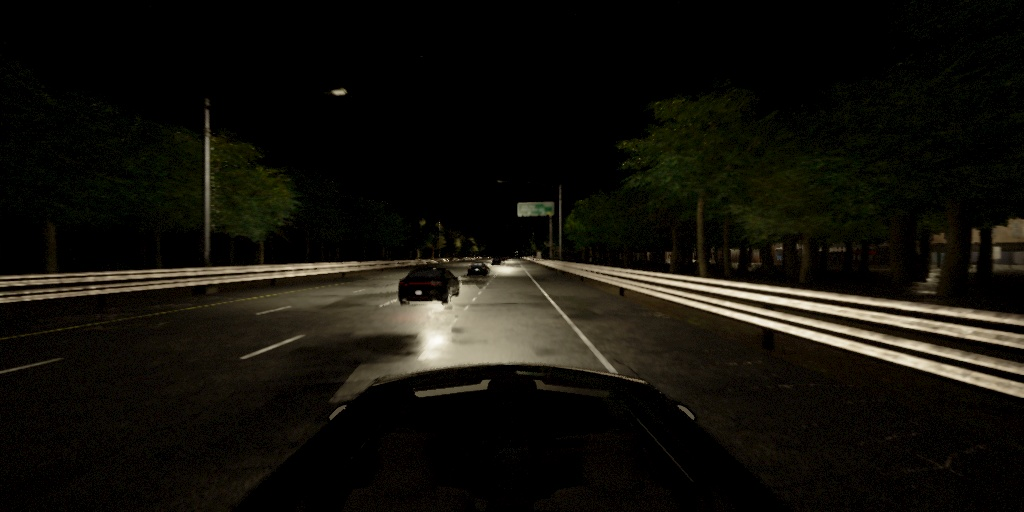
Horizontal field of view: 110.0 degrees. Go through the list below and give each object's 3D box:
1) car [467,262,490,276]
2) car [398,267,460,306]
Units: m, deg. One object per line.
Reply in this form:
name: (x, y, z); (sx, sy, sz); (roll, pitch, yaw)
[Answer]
car: (-3.448, 1.315, 37.056); (1.994, 1.385, 4.181); (0, 0, 0)
car: (-3.495, 1.230, 15.920); (1.882, 1.535, 5.008); (0, 0, 0)
